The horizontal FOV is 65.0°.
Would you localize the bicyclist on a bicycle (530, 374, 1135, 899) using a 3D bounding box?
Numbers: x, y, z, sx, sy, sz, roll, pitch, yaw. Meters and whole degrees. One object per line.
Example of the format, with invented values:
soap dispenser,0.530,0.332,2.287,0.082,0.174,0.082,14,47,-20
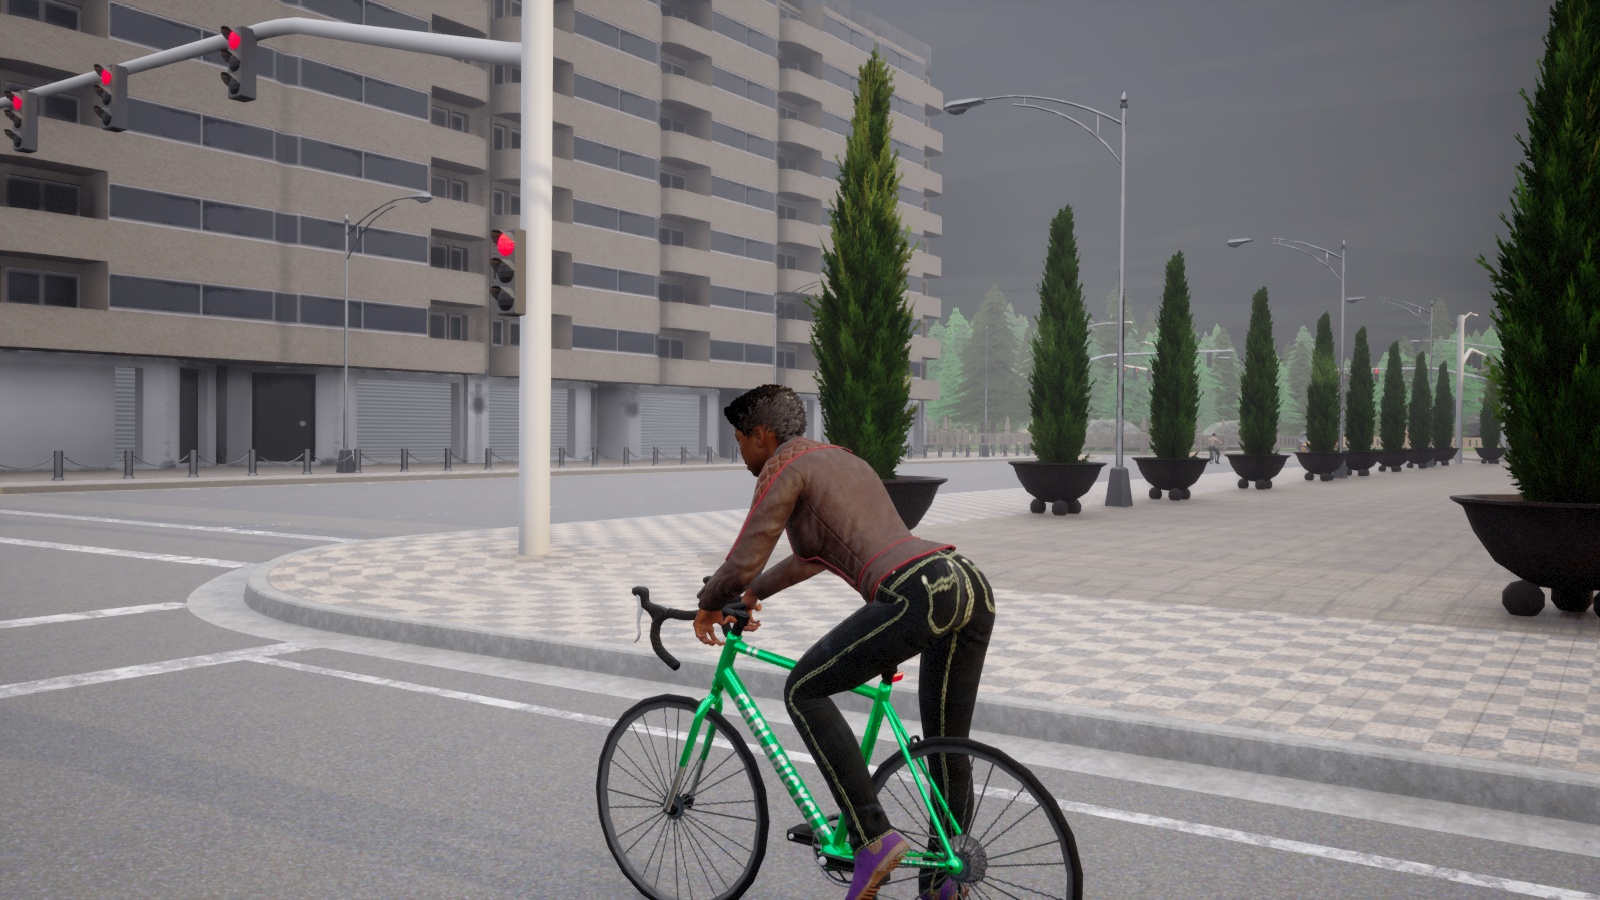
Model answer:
bicyclist on a bicycle,0.045,0.635,3.593,1.656,1.620,0.582,0,1,34
